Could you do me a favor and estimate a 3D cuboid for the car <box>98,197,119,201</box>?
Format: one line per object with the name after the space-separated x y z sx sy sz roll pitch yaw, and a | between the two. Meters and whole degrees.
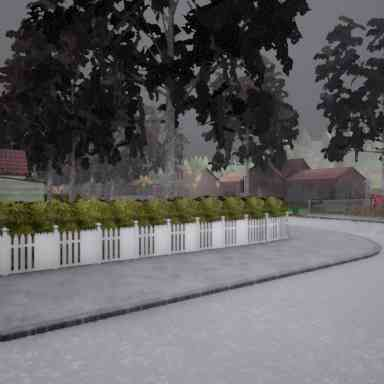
-11.677 1.546 49.430 2.033 1.411 5.357 0 0 -35 | car
